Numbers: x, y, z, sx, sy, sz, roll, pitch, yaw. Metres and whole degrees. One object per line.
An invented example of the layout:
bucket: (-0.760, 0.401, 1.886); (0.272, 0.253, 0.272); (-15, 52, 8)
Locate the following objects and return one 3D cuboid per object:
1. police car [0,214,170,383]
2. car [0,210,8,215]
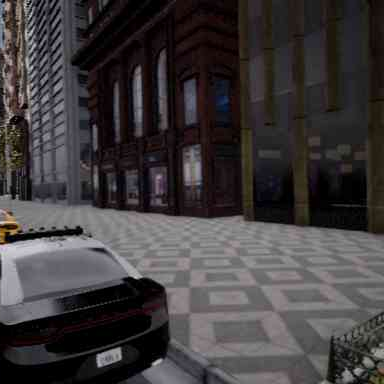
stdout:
police car: (-2.331, 1.379, 5.265); (1.930, 1.638, 5.238); (-2, 1, -36)
car: (-8.195, 1.441, 13.229); (1.882, 1.535, 5.008); (-2, 1, -36)
